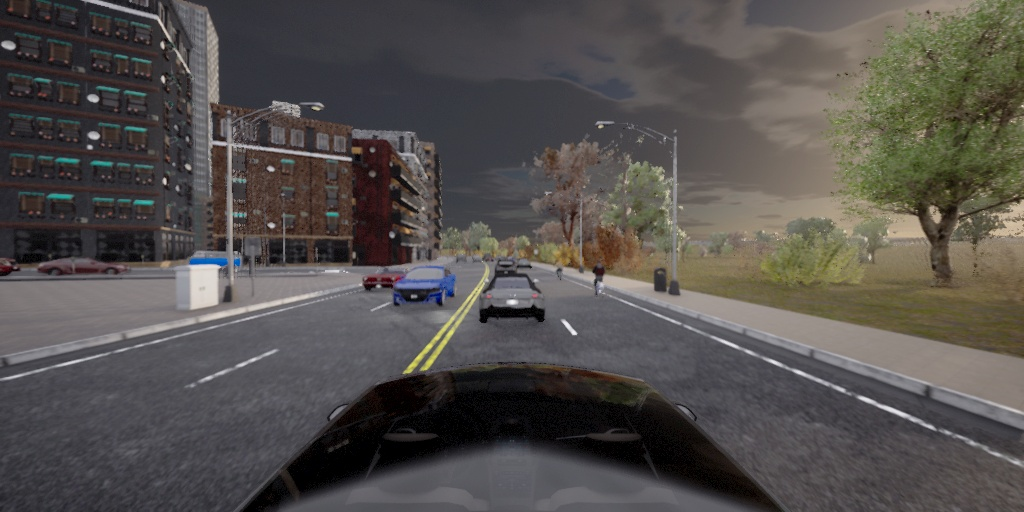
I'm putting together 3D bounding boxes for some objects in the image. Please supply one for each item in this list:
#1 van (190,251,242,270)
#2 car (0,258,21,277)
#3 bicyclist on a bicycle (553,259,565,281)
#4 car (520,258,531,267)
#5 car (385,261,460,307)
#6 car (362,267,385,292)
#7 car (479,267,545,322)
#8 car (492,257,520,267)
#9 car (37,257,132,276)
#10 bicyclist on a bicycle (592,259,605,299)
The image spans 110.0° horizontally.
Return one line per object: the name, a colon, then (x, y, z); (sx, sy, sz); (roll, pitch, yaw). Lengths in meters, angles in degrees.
van: (-28.577, 0.463, 34.685); (3.998, 1.789, 1.690); (0, 0, -31)
car: (-33.889, 0.411, 21.599); (5.009, 1.841, 2.192); (0, 0, -31)
bicyclist on a bicycle: (3.584, 1.028, 27.065); (0.866, 1.612, 1.509); (0, 0, -2)
car: (1.501, 1.007, 50.620); (1.994, 1.385, 4.181); (0, 0, -4)
car: (-3.511, 1.149, 15.185); (1.882, 1.535, 5.008); (0, 0, -1)
car: (-6.854, 1.242, 20.572); (1.895, 1.301, 4.718); (0, 0, -1)
car: (-0.020, 1.252, 12.059); (1.994, 1.385, 4.181); (0, 0, -1)
car: (-0.571, 1.080, 30.381); (1.837, 1.490, 4.892); (0, 0, -2)
car: (-29.087, 0.744, 24.543); (4.207, 1.307, 1.802); (0, 0, -31)
bicyclist on a bicycle: (3.940, 1.029, 16.464); (0.659, 1.776, 1.843); (0, 1, -1)
